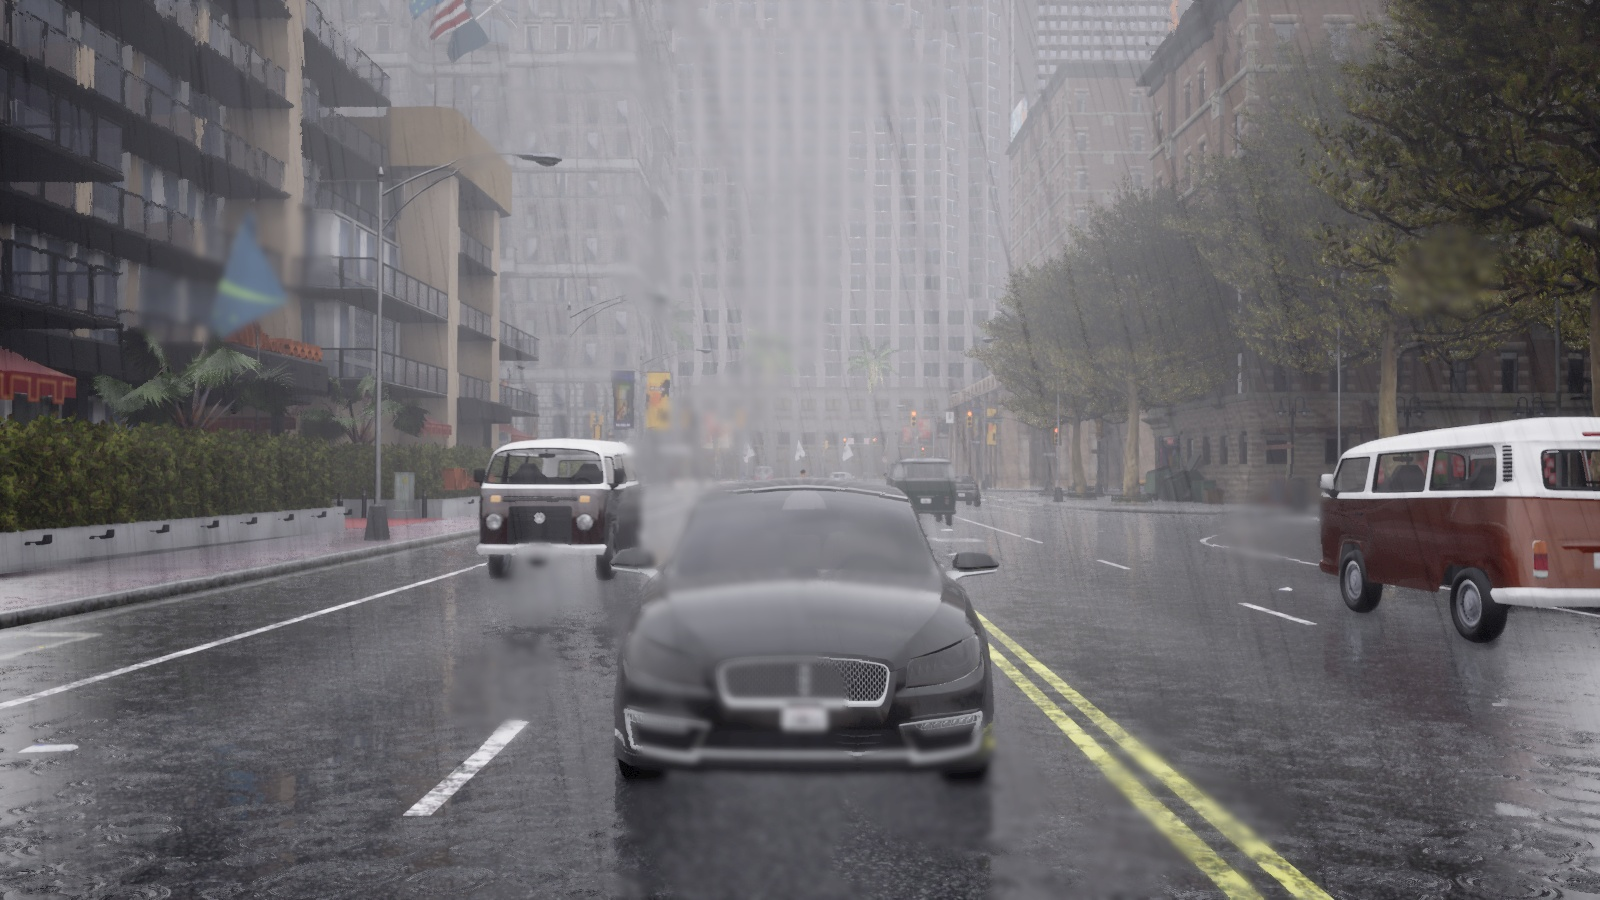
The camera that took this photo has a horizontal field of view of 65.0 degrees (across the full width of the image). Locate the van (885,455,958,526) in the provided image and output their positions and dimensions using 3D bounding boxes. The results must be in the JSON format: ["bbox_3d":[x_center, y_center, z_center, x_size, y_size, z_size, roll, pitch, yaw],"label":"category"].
[{"bbox_3d":[3.605,1.189,37.965,1.775,1.987,4.442,0,-1,0],"label":"van"}]

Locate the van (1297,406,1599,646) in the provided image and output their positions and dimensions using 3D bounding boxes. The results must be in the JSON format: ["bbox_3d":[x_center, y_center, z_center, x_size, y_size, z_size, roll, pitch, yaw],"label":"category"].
[{"bbox_3d":[7.046,0.718,12.926,2.069,2.038,4.480,0,-2,0],"label":"van"}]

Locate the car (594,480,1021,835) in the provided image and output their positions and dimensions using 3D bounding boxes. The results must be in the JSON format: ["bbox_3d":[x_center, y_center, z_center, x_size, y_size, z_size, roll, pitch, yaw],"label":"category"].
[{"bbox_3d":[0.035,0.951,7.865,1.837,1.490,4.892,0,-1,0],"label":"car"}]

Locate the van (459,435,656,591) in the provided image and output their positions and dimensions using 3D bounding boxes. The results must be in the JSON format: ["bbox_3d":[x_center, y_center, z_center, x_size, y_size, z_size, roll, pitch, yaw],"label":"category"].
[{"bbox_3d":[-3.441,0.865,18.721,2.069,2.038,4.480,0,-1,0],"label":"van"}]

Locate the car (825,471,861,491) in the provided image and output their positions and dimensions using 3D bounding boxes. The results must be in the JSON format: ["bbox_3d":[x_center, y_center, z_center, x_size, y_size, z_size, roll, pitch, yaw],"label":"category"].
[{"bbox_3d":[3.317,2.388,96.797,1.970,1.475,3.806,0,-1,15],"label":"car"}]

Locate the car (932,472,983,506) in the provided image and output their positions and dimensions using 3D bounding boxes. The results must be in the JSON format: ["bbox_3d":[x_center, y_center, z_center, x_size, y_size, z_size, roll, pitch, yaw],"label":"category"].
[{"bbox_3d":[7.152,1.760,57.314,1.816,1.474,4.193,0,-1,0],"label":"car"}]
